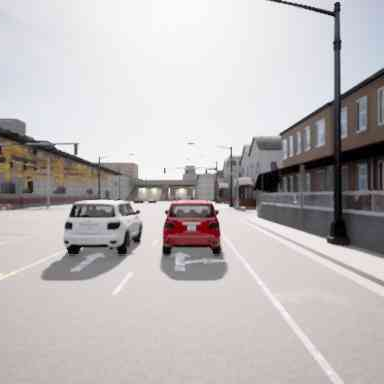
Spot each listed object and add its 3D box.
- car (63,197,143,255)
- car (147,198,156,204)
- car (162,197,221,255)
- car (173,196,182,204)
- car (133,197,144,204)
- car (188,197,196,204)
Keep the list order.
[{"bbox_3d":[-3.505,1.347,14.020,2.150,2.045,5.566,0,0,0],"label":"car"},{"bbox_3d":[-10.535,2.343,86.823,2.033,1.411,5.357,0,-1,0],"label":"car"},{"bbox_3d":[-0.005,1.347,14.016,2.150,2.045,5.566,0,0,0],"label":"car"},{"bbox_3d":[-3.534,1.984,84.360,2.097,1.767,4.553,0,-1,0],"label":"car"},{"bbox_3d":[-14.035,2.159,86.853,2.097,1.767,4.553,0,-1,0],"label":"car"},{"bbox_3d":[-0.034,2.130,84.390,1.837,1.490,4.892,0,-1,0],"label":"car"}]
